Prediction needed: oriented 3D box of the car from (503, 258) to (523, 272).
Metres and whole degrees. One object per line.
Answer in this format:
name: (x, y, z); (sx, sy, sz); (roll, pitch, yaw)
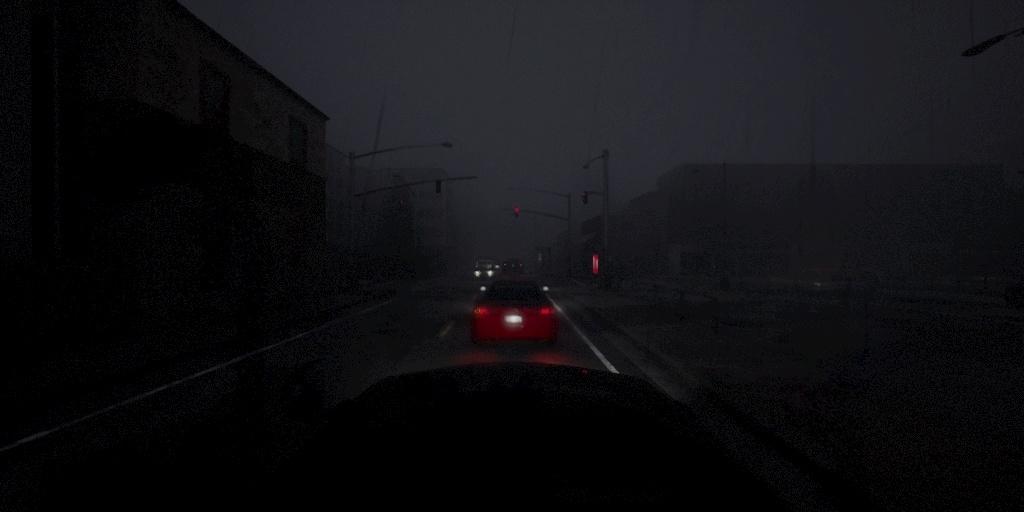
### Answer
car: (0.105, 0.991, 37.750); (2.097, 1.767, 4.553); (0, 0, 0)

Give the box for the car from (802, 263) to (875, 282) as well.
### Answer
car: (26.850, 1.325, 29.601); (5.008, 1.535, 1.882); (0, 0, 0)

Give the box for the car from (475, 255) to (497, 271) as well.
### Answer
car: (-3.577, 0.838, 47.498); (2.150, 2.045, 5.566); (0, 1, 0)

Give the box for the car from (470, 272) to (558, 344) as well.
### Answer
car: (0.064, 1.292, 9.508); (1.994, 1.385, 4.181); (0, 0, 0)
